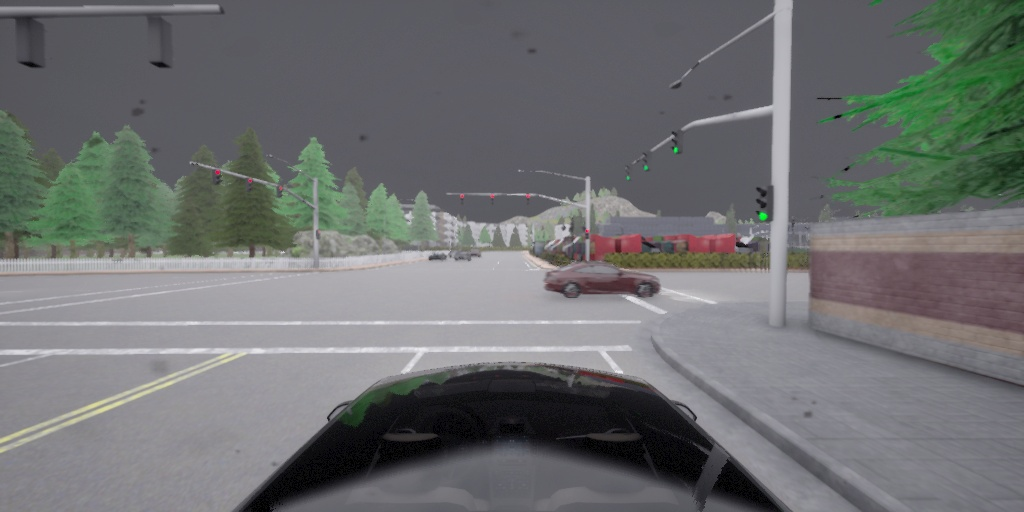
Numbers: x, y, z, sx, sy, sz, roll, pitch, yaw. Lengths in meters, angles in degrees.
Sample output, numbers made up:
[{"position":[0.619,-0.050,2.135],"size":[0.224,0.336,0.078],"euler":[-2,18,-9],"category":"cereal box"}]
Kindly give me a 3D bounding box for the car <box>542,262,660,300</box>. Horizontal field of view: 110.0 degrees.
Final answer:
[{"position":[3.580,0.957,14.626],"size":[4.674,1.442,1.812],"euler":[0,2,0],"category":"car"}]

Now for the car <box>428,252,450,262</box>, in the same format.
[{"position":[-10.550,0.098,50.962],"size":[1.895,1.301,4.718],"euler":[0,1,0],"category":"car"}]

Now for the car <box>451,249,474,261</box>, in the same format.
[{"position":[-7.048,0.044,51.640],"size":[1.994,1.385,4.181],"euler":[0,1,0],"category":"car"}]
